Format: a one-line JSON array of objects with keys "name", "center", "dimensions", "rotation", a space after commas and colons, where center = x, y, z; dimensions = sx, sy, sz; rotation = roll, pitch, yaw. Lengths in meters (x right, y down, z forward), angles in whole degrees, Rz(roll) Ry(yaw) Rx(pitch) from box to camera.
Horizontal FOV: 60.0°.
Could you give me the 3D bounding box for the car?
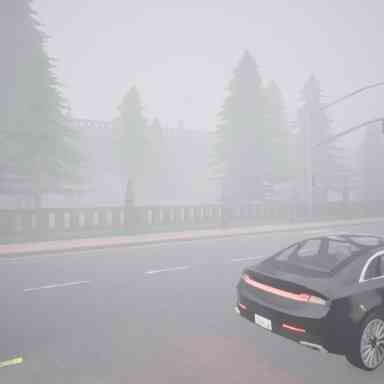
[{"name": "car", "center": [2.990, 1.492, 5.651], "dimensions": [4.902, 1.511, 2.128], "rotation": [0, 0, -32]}]
